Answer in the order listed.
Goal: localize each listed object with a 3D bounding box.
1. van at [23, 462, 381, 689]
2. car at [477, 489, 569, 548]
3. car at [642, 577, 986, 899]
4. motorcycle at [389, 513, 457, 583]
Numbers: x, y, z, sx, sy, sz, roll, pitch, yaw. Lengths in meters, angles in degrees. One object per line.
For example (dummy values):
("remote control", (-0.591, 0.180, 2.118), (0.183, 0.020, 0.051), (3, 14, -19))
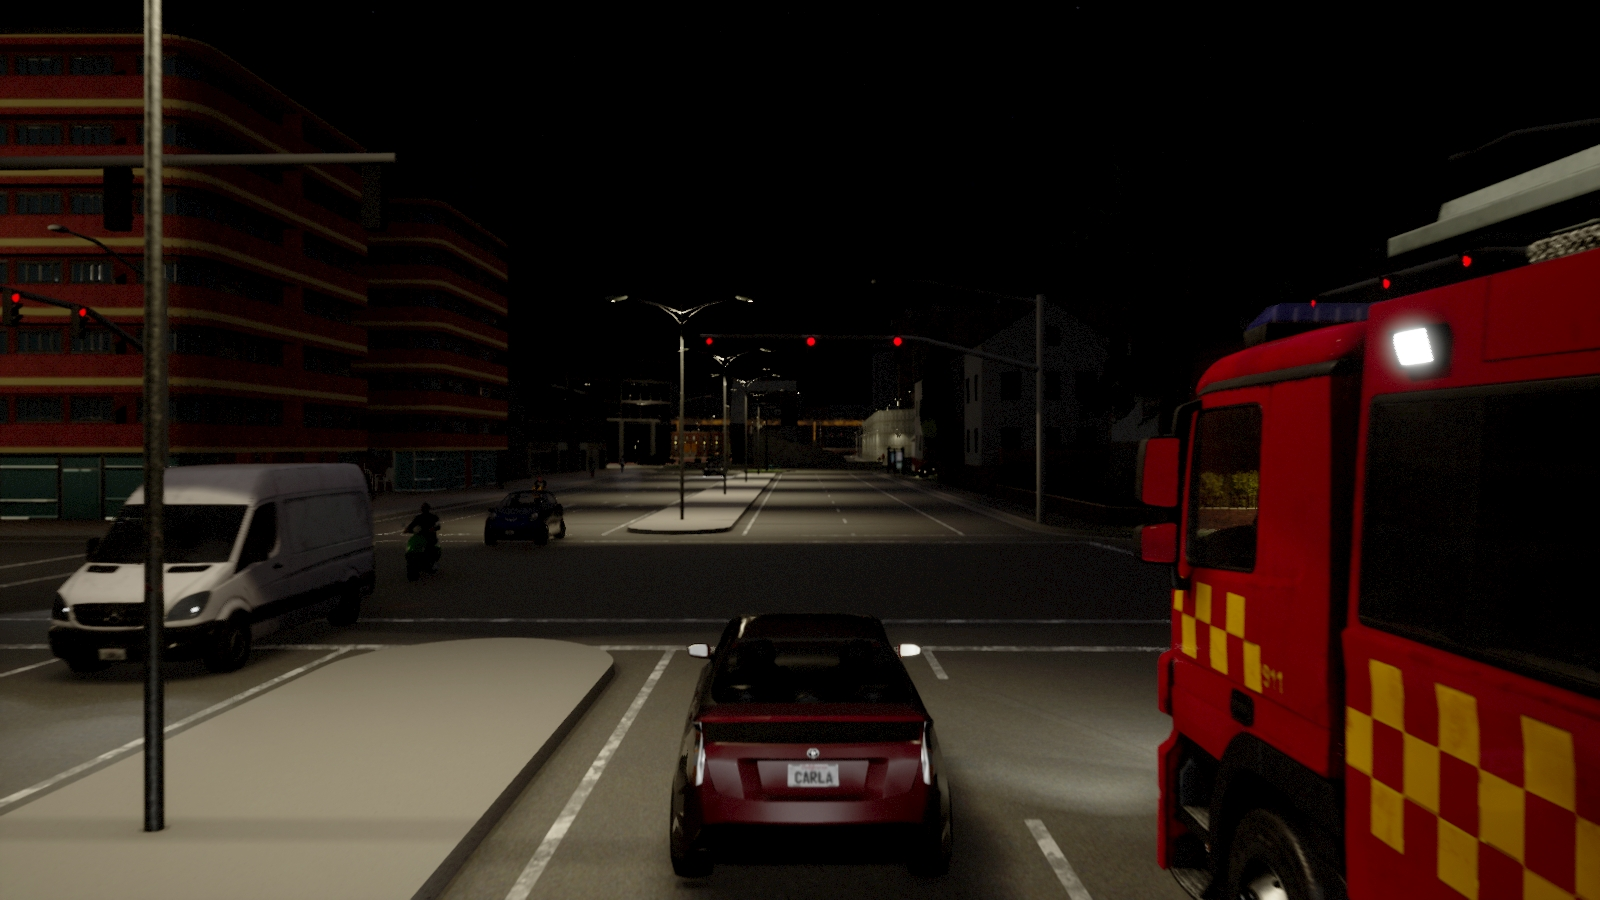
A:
("van", (-8.029, 1.490, 16.226), (1.988, 2.561, 5.915), (0, 0, 0))
("car", (-8.041, 1.952, 33.475), (1.845, 1.501, 3.633), (0, 0, 0))
("car", (0.051, 2.014, 8.910), (2.007, 1.525, 4.514), (0, 0, -1))
("motorcycle", (-8.019, 2.065, 24.401), (0.856, 1.341, 1.805), (0, 0, 0))
